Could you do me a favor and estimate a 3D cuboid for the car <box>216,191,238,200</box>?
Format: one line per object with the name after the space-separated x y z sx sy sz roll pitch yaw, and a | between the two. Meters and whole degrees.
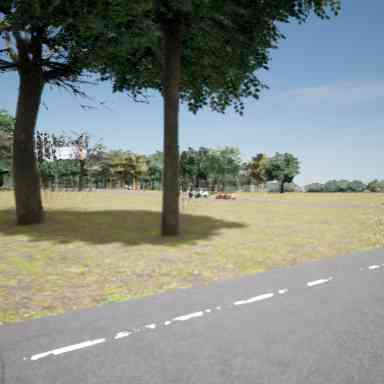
6.849 0.597 65.612 2.097 1.767 4.553 1 0 -35 | car

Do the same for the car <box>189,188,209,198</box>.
1.516 0.158 73.134 2.150 2.045 5.566 1 0 -35 | car
